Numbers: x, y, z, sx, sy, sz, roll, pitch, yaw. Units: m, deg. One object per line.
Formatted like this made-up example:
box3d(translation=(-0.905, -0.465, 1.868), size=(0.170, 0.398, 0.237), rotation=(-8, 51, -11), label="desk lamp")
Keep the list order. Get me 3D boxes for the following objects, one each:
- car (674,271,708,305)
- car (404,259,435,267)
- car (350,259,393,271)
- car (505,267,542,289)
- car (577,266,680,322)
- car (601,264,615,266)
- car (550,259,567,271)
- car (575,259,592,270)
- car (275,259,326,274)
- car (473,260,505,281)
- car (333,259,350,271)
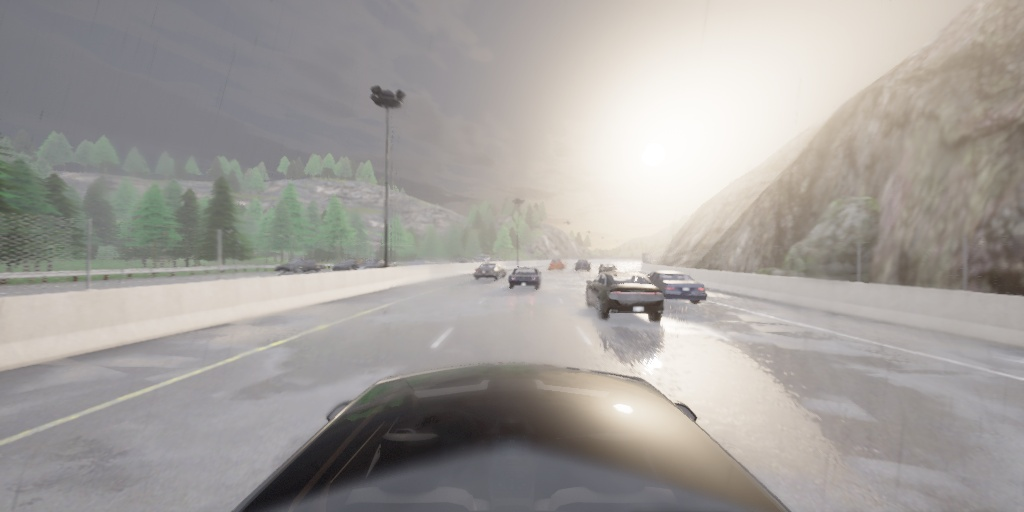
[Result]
box3d(translation=(7.345, 1.399, 17.044), size=(2.033, 1.411, 5.357), rotation=(1, 0, 6), label="car")
box3d(translation=(-10.436, 1.134, 40.751), size=(1.882, 1.535, 5.008), rotation=(1, 0, 11), label="car")
box3d(translation=(-14.462, 1.096, 38.135), size=(2.128, 1.511, 4.902), rotation=(1, 0, 10), label="car")
box3d(translation=(0.976, 1.381, 23.495), size=(1.895, 1.301, 4.718), rotation=(1, 0, 7), label="car")
box3d(translation=(3.776, 1.297, 12.662), size=(2.128, 1.511, 4.902), rotation=(0, 0, 4), label="car")
box3d(translation=(10.738, 1.513, 40.313), size=(1.895, 1.301, 4.718), rotation=(1, 0, 13), label="car")
box3d(translation=(6.984, 1.230, 53.581), size=(2.097, 1.767, 4.553), rotation=(1, 0, 16), label="car")
box3d(translation=(10.977, 1.279, 54.806), size=(2.097, 1.767, 4.553), rotation=(1, 0, 17), label="car")
box3d(translation=(-21.753, 1.063, 37.164), size=(2.033, 1.411, 5.357), rotation=(1, 0, 9), label="car")
box3d(translation=(-1.742, 1.300, 30.522), size=(2.033, 1.411, 5.357), rotation=(1, 0, 10), label="car")
box3d(translation=(-17.721, 1.072, 39.777), size=(1.837, 1.490, 4.892), rotation=(1, 0, 11), label="car")
